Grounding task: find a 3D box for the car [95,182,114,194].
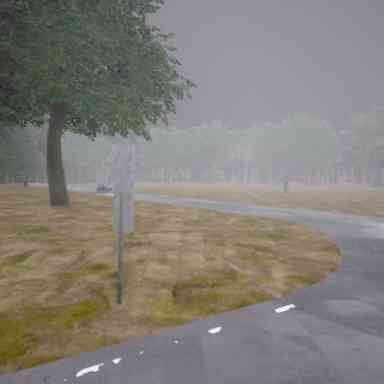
[{"bbox_3d":[-11.805,-0.590,46.270,2.128,1.511,4.902,2,2,-38],"label":"car"}]
